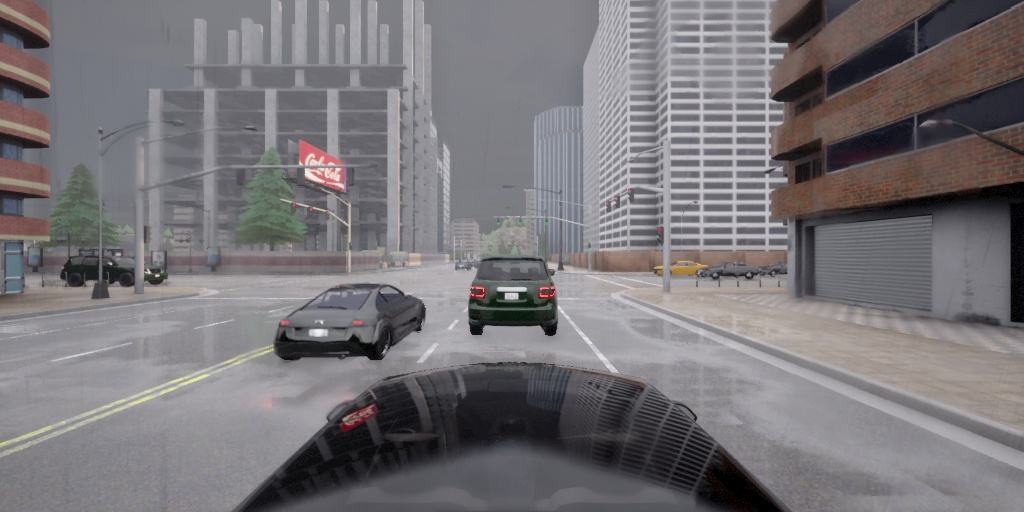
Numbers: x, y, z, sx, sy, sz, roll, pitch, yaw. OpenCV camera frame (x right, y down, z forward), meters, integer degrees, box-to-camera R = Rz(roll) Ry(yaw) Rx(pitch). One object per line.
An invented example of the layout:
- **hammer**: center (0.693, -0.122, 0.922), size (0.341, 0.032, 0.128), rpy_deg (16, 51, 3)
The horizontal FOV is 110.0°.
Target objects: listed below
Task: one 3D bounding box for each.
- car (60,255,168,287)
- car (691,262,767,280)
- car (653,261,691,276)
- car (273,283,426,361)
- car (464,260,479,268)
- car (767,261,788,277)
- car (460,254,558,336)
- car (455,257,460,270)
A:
- **car**: center (-26.558, 0.971, 24.034), size (5.566, 2.045, 2.150), rpy_deg (0, 0, 0)
- **car**: center (18.770, 1.241, 31.234), size (4.902, 1.511, 2.128), rpy_deg (0, 0, 0)
- **car**: center (16.292, 1.228, 34.735), size (5.008, 1.535, 1.882), rpy_deg (0, 0, 0)
- **car**: center (-3.377, 1.314, 8.296), size (1.994, 1.385, 4.181), rpy_deg (0, 0, 0)
- **car**: center (-6.775, 1.314, 59.783), size (1.994, 1.385, 4.181), rpy_deg (0, 0, 1)
- **car**: center (26.228, 1.241, 34.726), size (4.902, 1.511, 2.128), rpy_deg (0, 0, 0)
- **car**: center (0.098, 0.971, 10.524), size (2.150, 2.045, 5.566), rpy_deg (0, 0, 2)
- **car**: center (-6.841, 1.241, 50.673), size (2.128, 1.511, 4.902), rpy_deg (0, 0, 0)
